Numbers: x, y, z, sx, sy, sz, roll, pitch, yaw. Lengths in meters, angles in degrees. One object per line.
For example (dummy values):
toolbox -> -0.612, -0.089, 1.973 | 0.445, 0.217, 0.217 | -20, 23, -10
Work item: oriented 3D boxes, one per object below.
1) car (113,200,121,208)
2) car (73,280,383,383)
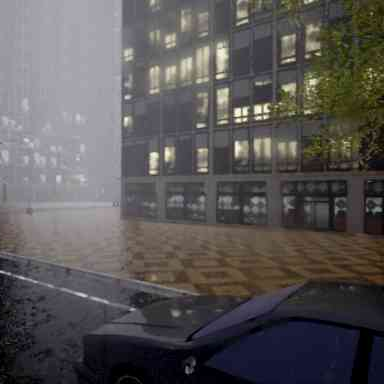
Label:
car -> -10.105, 1.664, 51.912 | 1.837, 1.490, 4.892 | 1, 0, 37
car -> 1.344, 1.547, 2.725 | 5.357, 1.411, 2.033 | 0, 0, 35
